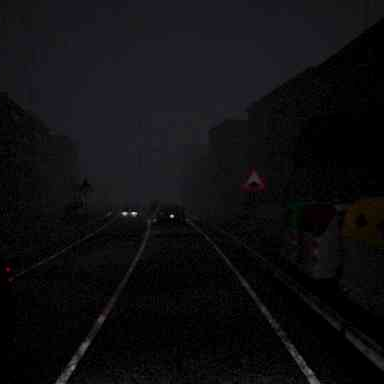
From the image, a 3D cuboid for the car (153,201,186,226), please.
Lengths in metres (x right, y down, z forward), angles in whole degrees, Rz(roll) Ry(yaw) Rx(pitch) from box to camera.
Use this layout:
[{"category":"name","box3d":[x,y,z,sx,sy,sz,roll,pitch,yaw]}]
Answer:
[{"category":"car","box3d":[-1.586,1.608,24.220,1.994,1.385,4.181,0,0,-7]}]

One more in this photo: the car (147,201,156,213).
[{"category":"car","box3d":[-4.656,1.919,42.488,1.837,1.490,4.892,0,-2,-11]}]

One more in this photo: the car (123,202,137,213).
[{"category":"car","box3d":[-8.674,2.153,46.437,2.033,1.411,5.357,0,-2,-11]}]

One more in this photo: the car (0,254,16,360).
[{"category":"car","box3d":[-3.159,1.228,1.769,2.150,2.045,5.566,0,0,-1]}]
